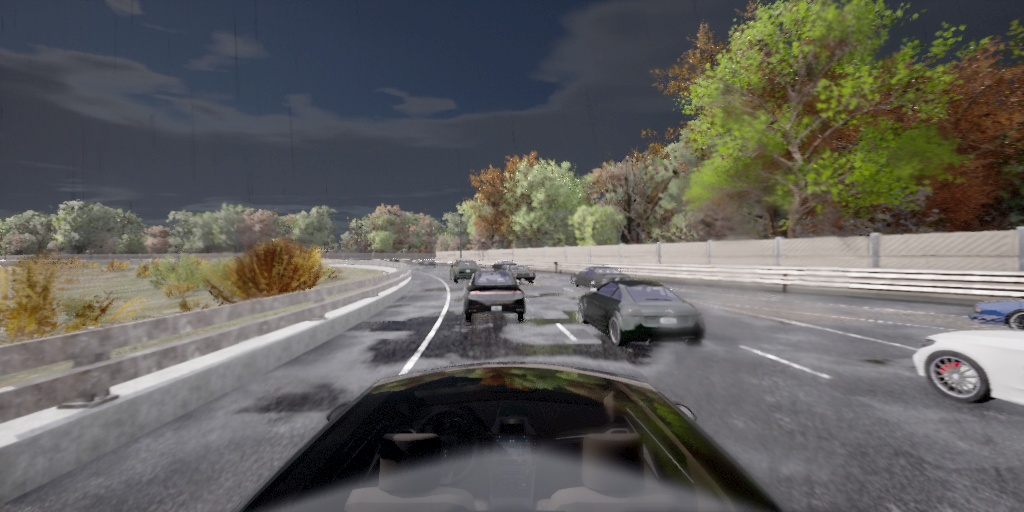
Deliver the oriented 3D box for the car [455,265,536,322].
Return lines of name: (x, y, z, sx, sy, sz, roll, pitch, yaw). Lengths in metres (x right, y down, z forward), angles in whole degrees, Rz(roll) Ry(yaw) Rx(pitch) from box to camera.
car: (-0.688, 1.255, 12.444, 2.128, 1.511, 4.902, 0, 0, -6)

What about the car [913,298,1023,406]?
car: (6.901, 1.255, 3.329, 1.812, 1.442, 4.674, 0, -1, -1)

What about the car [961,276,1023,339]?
car: (13.685, 1.264, 7.253, 2.033, 1.411, 5.357, 0, 0, -19)

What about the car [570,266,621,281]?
car: (5.130, 1.299, 21.255, 2.033, 1.411, 5.357, 0, 0, -10)

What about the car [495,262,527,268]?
car: (0.230, 1.374, 27.277, 1.895, 1.301, 4.718, 0, 0, -14)

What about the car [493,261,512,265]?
car: (-0.977, 1.284, 42.411, 2.128, 1.511, 4.902, 0, 0, -22)

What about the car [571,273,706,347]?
car: (3.101, 1.311, 9.411, 1.994, 1.385, 4.181, 0, 0, -4)

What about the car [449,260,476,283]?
car: (-3.833, 1.141, 28.871, 2.097, 1.767, 4.553, 0, 0, -15)
